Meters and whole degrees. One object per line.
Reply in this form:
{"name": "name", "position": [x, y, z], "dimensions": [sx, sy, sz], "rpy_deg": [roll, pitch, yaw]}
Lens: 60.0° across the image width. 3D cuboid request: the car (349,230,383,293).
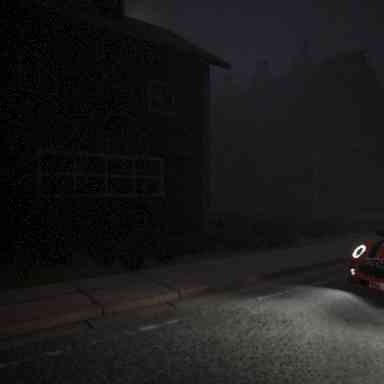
{"name": "car", "position": [5.839, 1.372, 8.102], "dimensions": [4.553, 1.767, 2.097], "rpy_deg": [0, 0, -35]}
